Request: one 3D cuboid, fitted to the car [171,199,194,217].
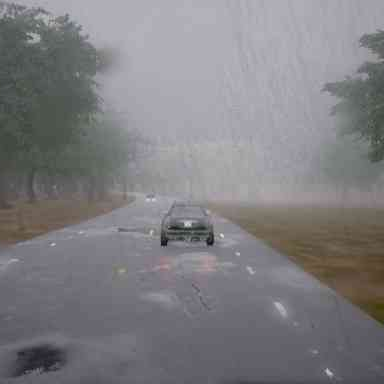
[{"bbox_3d":[-0.922,1.350,29.825,1.895,1.301,4.718,1,0,-3],"label":"car"}]

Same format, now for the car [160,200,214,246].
[{"bbox_3d":[-0.225,1.235,14.708,2.097,1.767,4.553,1,1,-2],"label":"car"}]

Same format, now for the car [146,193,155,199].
[{"bbox_3d":[-9.461,0.888,76.220,1.895,1.301,4.718,0,0,-9],"label":"car"}]

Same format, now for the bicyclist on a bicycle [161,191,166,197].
[{"bbox_3d":[-7.286,0.653,90.077,0.582,1.620,1.656,0,0,-10],"label":"bicyclist on a bicycle"}]
